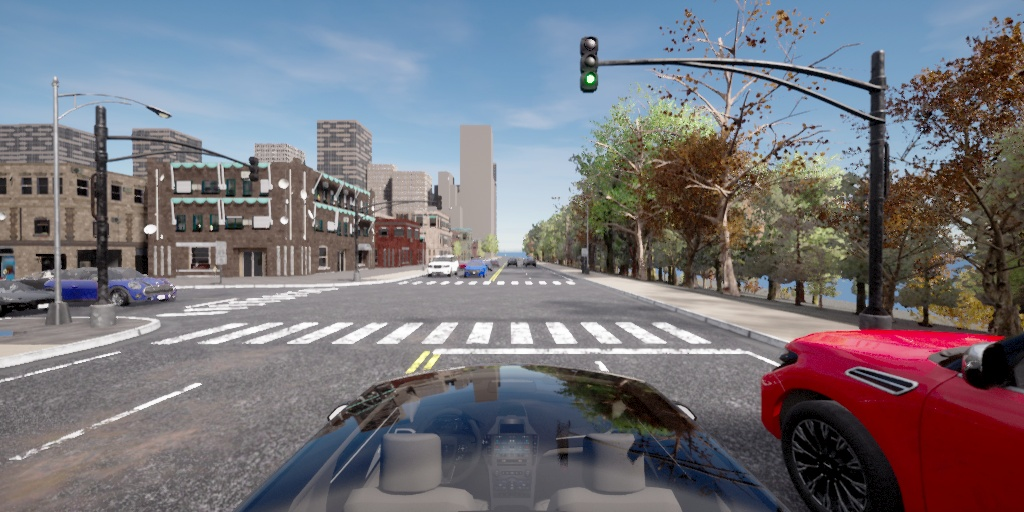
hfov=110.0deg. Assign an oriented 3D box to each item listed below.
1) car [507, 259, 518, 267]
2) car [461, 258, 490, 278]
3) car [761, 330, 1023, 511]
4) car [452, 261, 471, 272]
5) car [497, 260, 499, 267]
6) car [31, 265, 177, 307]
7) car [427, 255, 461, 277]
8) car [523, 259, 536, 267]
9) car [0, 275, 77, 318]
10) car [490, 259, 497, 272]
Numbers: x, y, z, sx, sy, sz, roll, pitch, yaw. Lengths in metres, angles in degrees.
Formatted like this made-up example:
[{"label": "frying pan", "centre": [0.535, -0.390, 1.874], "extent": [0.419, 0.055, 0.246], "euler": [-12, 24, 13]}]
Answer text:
[{"label": "car", "centre": [0.060, 1.203, 64.645], "extent": [1.837, 1.490, 4.892], "euler": [0, 0, 0]}, {"label": "car", "centre": [-3.377, 1.203, 33.923], "extent": [1.882, 1.535, 5.008], "euler": [0, 0, -1]}, {"label": "car", "centre": [3.348, 0.973, 0.884], "extent": [2.150, 2.045, 5.566], "euler": [0, 0, 0]}, {"label": "car", "centre": [-6.631, 1.314, 47.657], "extent": [1.895, 1.301, 4.718], "euler": [0, 0, 0]}, {"label": "car", "centre": [-3.340, 1.264, 63.739], "extent": [1.994, 1.385, 4.181], "euler": [0, 0, 0]}, {"label": "car", "centre": [-18.100, 1.296, 16.276], "extent": [4.553, 1.767, 2.097], "euler": [-1, 1, 1]}, {"label": "car", "centre": [-6.601, 0.946, 34.866], "extent": [2.150, 2.045, 5.566], "euler": [0, 0, 2]}, {"label": "car", "centre": [3.308, 1.203, 64.231], "extent": [1.837, 1.490, 4.892], "euler": [0, 0, 0]}, {"label": "car", "centre": [-19.958, 1.559, 13.623], "extent": [4.313, 1.339, 1.948], "euler": [0, 0, 0]}, {"label": "car", "centre": [-3.378, 1.263, 45.815], "extent": [2.033, 1.411, 5.357], "euler": [0, 0, 0]}]
